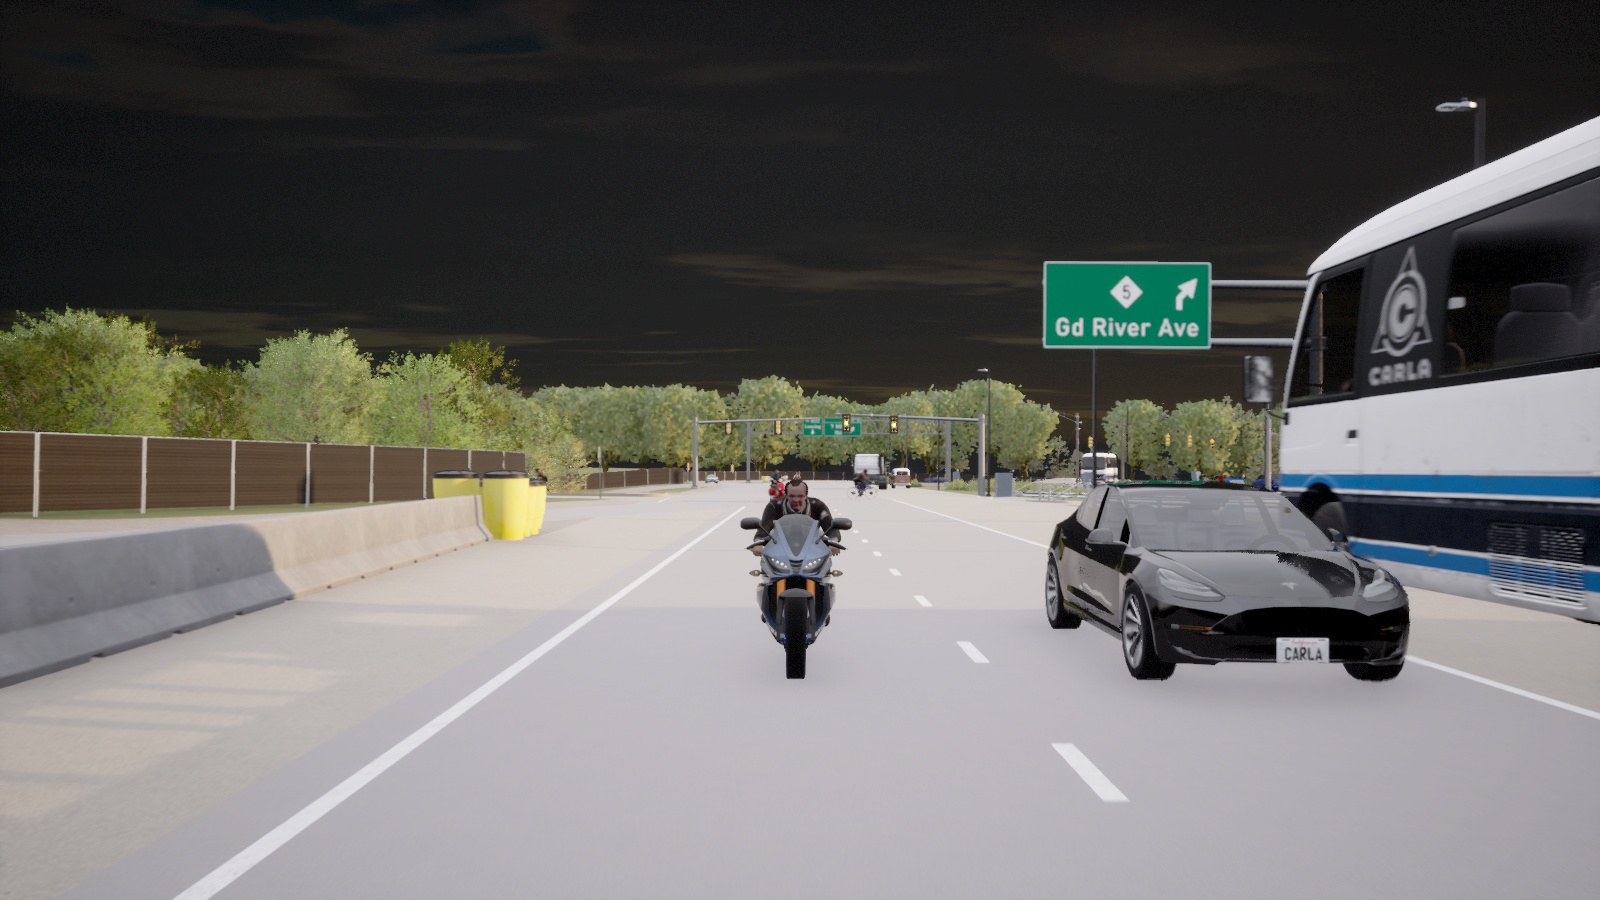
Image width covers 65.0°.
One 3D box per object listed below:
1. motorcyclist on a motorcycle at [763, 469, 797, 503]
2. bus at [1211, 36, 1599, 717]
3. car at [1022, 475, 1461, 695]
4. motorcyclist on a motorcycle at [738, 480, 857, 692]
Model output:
[{"bbox_3d":[-1.004,1.762,61.473,0.866,1.590,1.817,-3,1,-27],"label":"motorcyclist on a motorcycle"},{"bbox_3d":[6.971,-0.427,10.044,3.944,4.253,10.273,0,-1,0],"label":"bus"},{"bbox_3d":[3.475,0.982,11.074,2.163,1.488,4.792,0,-1,0],"label":"car"},{"bbox_3d":[-0.024,1.018,10.283,0.866,1.530,2.191,0,-1,0],"label":"motorcyclist on a motorcycle"}]
